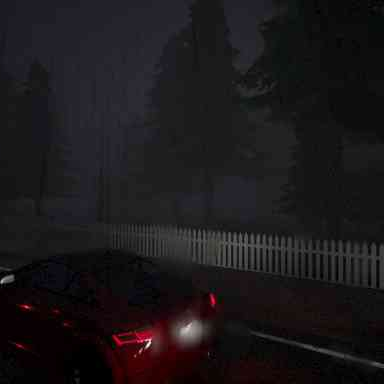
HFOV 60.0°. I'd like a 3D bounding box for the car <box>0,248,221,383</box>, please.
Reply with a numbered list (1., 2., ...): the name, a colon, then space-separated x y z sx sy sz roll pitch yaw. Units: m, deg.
1. car: -1.675 1.564 4.975 4.181 1.385 1.994 0 0 35
